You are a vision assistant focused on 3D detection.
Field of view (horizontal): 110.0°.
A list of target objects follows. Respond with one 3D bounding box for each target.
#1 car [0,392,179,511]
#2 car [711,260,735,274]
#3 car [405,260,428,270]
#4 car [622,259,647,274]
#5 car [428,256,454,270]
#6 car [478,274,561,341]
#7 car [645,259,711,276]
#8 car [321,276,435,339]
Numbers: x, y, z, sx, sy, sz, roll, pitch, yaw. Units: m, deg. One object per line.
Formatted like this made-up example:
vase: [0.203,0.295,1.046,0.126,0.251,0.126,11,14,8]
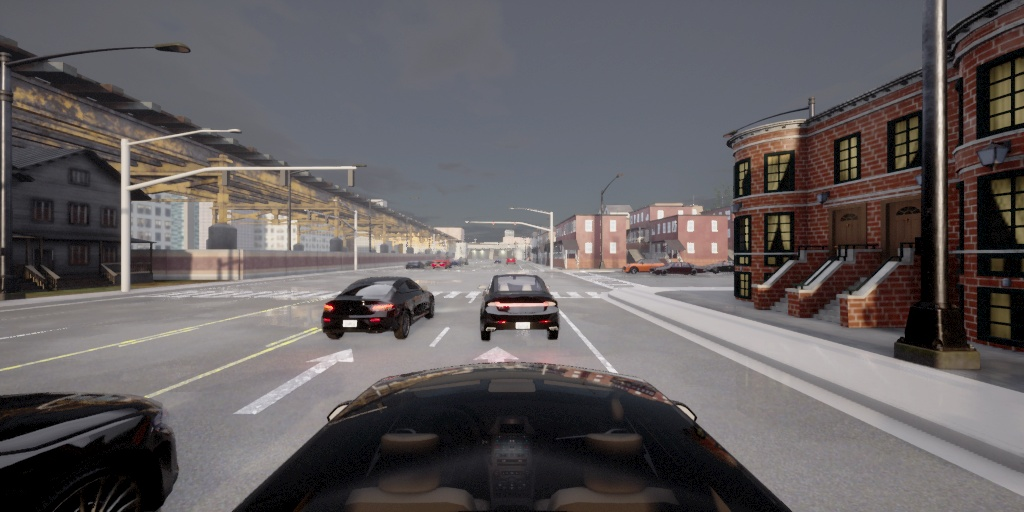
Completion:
car: [-3.395,1.241,0.640,2.128,1.511,4.902,0,0,0]
car: [23.889,1.241,40.242,4.902,1.511,2.128,0,0,0]
car: [-14.233,1.313,52.625,1.994,1.385,4.181,0,0,0]
car: [14.742,1.102,40.214,4.553,1.767,2.097,0,0,0]
car: [-10.734,0.972,54.743,2.150,2.045,5.566,0,0,0]
car: [0.092,1.242,9.918,2.128,1.511,4.902,0,0,-3]
car: [16.898,1.297,36.730,5.357,1.411,2.033,0,0,0]
car: [-3.450,1.276,9.951,1.812,1.442,4.674,0,0,0]
